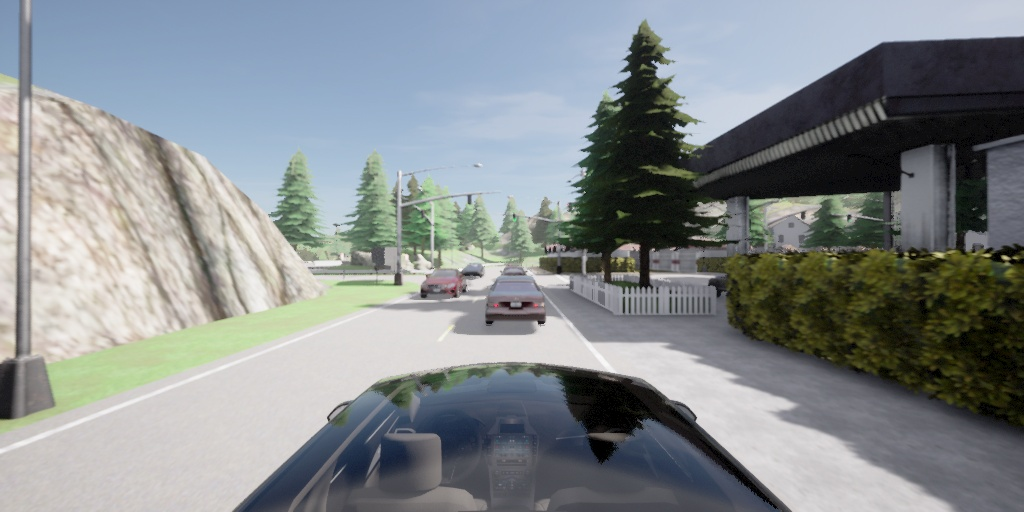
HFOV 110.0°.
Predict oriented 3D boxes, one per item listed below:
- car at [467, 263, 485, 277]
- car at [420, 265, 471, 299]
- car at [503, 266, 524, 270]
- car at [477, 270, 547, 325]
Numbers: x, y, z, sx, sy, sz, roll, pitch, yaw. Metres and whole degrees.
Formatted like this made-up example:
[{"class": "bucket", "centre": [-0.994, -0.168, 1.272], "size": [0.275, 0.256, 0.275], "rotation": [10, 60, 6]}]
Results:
[{"class": "car", "centre": [-3.575, 1.367, 34.283], "size": [2.033, 1.411, 5.357], "rotation": [0, 0, 0]}, {"class": "car", "centre": [-3.510, 1.374, 19.120], "size": [1.812, 1.442, 4.674], "rotation": [0, -1, 1]}, {"class": "car", "centre": [0.111, 1.404, 24.417], "size": [1.812, 1.442, 4.674], "rotation": [0, 0, 0]}, {"class": "car", "centre": [0.108, 1.356, 12.097], "size": [2.033, 1.411, 5.357], "rotation": [0, 0, 0]}]
